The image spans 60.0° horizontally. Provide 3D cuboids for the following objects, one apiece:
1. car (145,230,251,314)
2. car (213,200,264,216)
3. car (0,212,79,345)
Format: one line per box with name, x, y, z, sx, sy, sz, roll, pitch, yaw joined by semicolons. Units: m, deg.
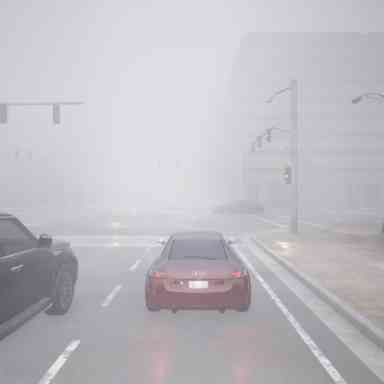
car;0.113;1.564;7.723;1.994;1.385;4.181;0;0;0
car;4.444;1.506;31.936;4.892;1.490;1.837;0;0;0
car;-3.397;1.221;4.398;2.150;2.045;5.566;0;0;1
